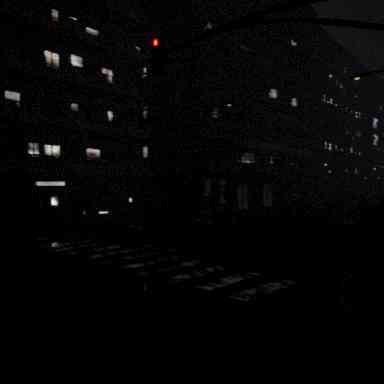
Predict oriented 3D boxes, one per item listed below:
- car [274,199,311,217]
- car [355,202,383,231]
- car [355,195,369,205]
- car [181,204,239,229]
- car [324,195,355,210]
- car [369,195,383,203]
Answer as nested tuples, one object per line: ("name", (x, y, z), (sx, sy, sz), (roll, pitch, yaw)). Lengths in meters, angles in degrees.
("car", (8.687, 1.345, 28.750), (1.887, 1.381, 4.507), (0, 1, 42))
("car", (11.131, 1.492, 19.007), (1.947, 1.339, 4.313), (0, 1, 42))
("car", (19.890, 1.096, 40.998), (1.967, 1.590, 4.097), (0, 1, 42))
("car", (1.217, 1.447, 20.586), (2.008, 1.369, 4.403), (0, 1, 42))
("car", (16.157, 1.286, 36.917), (1.802, 1.307, 4.206), (0, 1, 42))
("car", (27.361, 1.140, 49.165), (1.802, 1.307, 4.206), (0, 1, 42))
